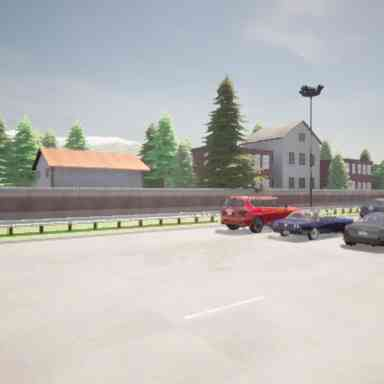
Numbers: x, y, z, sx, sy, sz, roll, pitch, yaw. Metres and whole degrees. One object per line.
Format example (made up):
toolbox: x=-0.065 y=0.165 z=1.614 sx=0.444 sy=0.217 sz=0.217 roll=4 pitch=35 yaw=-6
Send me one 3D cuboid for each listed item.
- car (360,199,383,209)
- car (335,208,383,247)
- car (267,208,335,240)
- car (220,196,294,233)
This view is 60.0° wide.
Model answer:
car: x=16.391 y=1.367 z=28.458 sx=4.553 sy=1.767 sz=2.097 roll=0 pitch=0 yaw=-35
car: x=8.269 y=1.573 z=14.066 sx=4.181 sy=1.385 sz=1.994 roll=0 pitch=0 yaw=-35
car: x=6.261 y=1.617 z=16.933 sx=4.718 sy=1.301 sz=1.895 roll=0 pitch=0 yaw=-35
car: x=4.228 y=1.259 z=19.782 sx=5.566 sy=2.045 sz=2.150 roll=0 pitch=0 yaw=-35
